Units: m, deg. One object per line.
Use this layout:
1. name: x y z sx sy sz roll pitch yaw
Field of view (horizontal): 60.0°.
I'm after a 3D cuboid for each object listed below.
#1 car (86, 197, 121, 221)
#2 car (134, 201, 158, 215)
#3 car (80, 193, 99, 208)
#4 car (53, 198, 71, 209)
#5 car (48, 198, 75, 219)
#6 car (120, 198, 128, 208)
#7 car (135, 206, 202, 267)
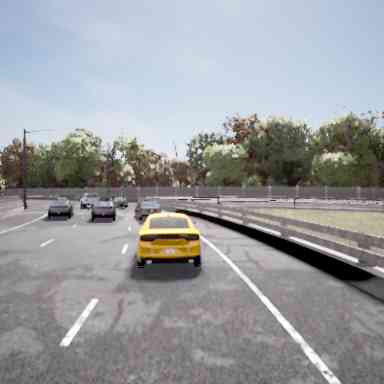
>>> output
1. car: -7.237 1.456 27.295 2.128 1.511 4.902 0 0 -15
2. car: -3.744 1.497 27.964 2.033 1.411 5.357 0 0 -15
3. car: -14.144 1.171 46.118 2.150 2.045 5.566 0 0 -25
4. car: -17.943 1.526 45.897 1.994 1.385 4.181 0 0 -25
5. car: -11.377 1.468 29.077 2.128 1.511 4.902 0 0 -16
6. car: -10.376 1.480 46.386 2.033 1.411 5.357 0 0 -25
7. car: -0.836 1.454 11.423 1.882 1.535 5.008 0 0 -6
